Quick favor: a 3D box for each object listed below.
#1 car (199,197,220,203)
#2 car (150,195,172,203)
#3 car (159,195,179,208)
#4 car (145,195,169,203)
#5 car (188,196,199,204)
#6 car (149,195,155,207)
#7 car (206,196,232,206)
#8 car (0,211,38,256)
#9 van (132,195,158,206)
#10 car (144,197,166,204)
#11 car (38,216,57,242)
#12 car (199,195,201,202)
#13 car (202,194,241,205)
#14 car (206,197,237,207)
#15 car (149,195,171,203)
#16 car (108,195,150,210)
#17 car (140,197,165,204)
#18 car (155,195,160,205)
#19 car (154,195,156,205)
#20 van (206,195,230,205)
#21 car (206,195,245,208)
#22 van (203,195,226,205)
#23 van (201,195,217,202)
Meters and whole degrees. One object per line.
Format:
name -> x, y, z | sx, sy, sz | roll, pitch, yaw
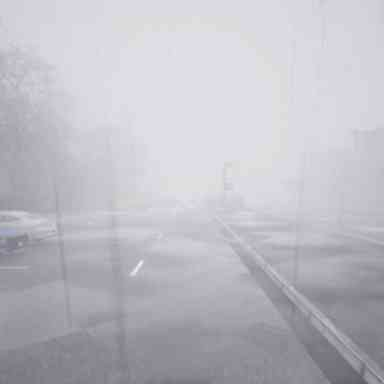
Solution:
car -> 4.499, 2.024, 87.762 | 5.366, 1.575, 1.946 | 0, -1, 0
car -> -8.371, 1.810, 90.177 | 5.566, 2.045, 2.435 | 0, -1, 0
car -> -3.327, 1.623, 49.639 | 1.837, 1.490, 4.892 | 0, -1, 0
car -> -8.349, 1.660, 79.160 | 5.566, 2.045, 2.435 | 0, -1, 0
car -> -0.027, 1.850, 72.065 | 1.837, 1.490, 4.892 | 0, -1, 0
car -> -8.339, 1.589, 48.527 | 5.008, 1.535, 2.097 | 0, 0, 0
car -> 4.770, 1.565, 59.735 | 4.553, 1.767, 2.185 | 0, -1, 0
car -> -8.340, 1.498, 11.324 | 5.008, 1.535, 2.097 | 0, 0, 0
van -> -8.457, 1.462, 59.664 | 4.442, 1.987, 1.878 | 0, -1, 0
car -> -8.400, 1.908, 76.374 | 4.792, 1.488, 2.163 | 0, -1, 0
car -> -8.332, 1.544, 14.473 | 4.674, 1.452, 2.002 | 0, 0, 0
car -> 4.686, 1.598, 73.754 | 5.566, 2.045, 2.435 | 0, -1, 0
car -> 4.717, 1.340, 48.526 | 5.566, 2.045, 2.435 | 0, 0, 0
car -> 4.737, 1.635, 54.128 | 4.892, 1.521, 2.231 | 0, -1, 0
car -> -8.365, 1.771, 87.515 | 5.566, 2.045, 2.435 | 0, -1, 0
car -> -8.328, 1.559, 42.958 | 5.008, 1.535, 2.097 | 0, 0, 0
car -> -8.354, 1.815, 70.805 | 5.008, 1.535, 2.097 | 0, -1, 0
car -> -8.307, 1.534, 56.883 | 4.553, 1.767, 2.185 | 0, -1, 0
car -> -8.337, 1.650, 51.313 | 4.674, 1.452, 2.002 | 0, 0, 0
van -> 4.851, 1.497, 62.540 | 4.442, 1.987, 1.878 | 0, -1, 0
car -> 4.752, 1.576, 45.723 | 4.892, 1.521, 2.231 | 0, 0, 0
van -> 4.609, 1.560, 68.146 | 4.442, 1.987, 1.878 | 0, -1, 0
van -> 4.790, 1.883, 93.372 | 4.442, 1.987, 1.878 | 0, -1, 0
